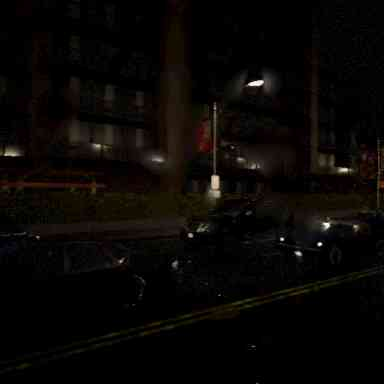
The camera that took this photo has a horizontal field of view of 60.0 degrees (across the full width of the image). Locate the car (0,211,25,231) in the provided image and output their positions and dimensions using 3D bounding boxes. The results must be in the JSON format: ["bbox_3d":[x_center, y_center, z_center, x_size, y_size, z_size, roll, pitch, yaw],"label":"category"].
[{"bbox_3d":[-6.277,1.347,8.113,4.553,1.767,2.097,1,0,-36],"label":"car"}]

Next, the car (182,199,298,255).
[{"bbox_3d":[2.200,1.310,14.161,5.566,2.045,2.150,1,0,-35],"label":"car"}]

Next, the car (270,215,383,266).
[{"bbox_3d":[5.239,1.699,12.032,4.718,1.301,1.895,1,0,-36],"label":"car"}]

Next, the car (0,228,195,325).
[{"bbox_3d":[-2.760,1.560,6.322,5.357,1.411,2.033,1,0,-36],"label":"car"}]

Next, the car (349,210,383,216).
[{"bbox_3d":[10.354,1.776,20.005,4.718,1.301,1.895,1,0,-36],"label":"car"}]
